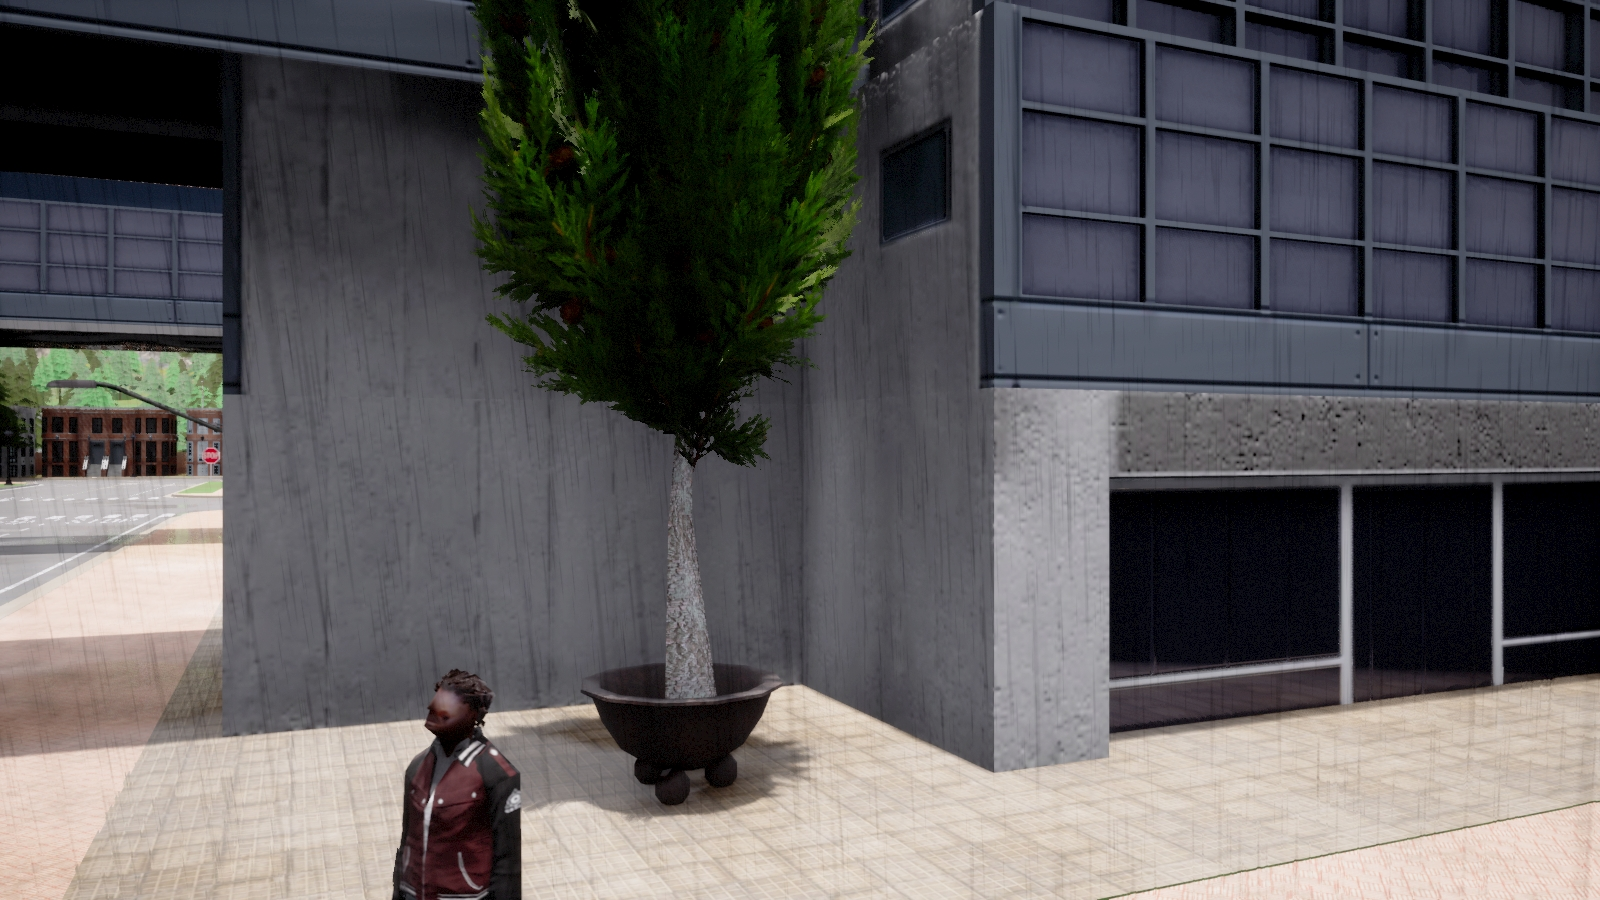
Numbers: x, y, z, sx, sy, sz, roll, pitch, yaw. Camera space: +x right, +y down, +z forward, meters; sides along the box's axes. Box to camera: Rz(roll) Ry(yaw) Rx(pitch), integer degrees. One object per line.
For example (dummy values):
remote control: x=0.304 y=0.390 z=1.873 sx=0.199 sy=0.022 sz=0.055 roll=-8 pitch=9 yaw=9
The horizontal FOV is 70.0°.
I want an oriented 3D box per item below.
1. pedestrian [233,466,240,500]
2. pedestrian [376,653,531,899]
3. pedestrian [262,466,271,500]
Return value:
pedestrian: x=-31.408 y=1.849 z=63.686 sx=0.375 sy=1.860 sz=0.375 roll=0 pitch=0 yaw=-23
pedestrian: x=-1.231 y=1.698 z=4.076 sx=0.375 sy=1.860 sz=0.375 roll=0 pitch=0 yaw=27
pedestrian: x=-29.731 y=1.848 z=63.648 sx=0.375 sy=1.860 sz=0.375 roll=0 pitch=0 yaw=-37
